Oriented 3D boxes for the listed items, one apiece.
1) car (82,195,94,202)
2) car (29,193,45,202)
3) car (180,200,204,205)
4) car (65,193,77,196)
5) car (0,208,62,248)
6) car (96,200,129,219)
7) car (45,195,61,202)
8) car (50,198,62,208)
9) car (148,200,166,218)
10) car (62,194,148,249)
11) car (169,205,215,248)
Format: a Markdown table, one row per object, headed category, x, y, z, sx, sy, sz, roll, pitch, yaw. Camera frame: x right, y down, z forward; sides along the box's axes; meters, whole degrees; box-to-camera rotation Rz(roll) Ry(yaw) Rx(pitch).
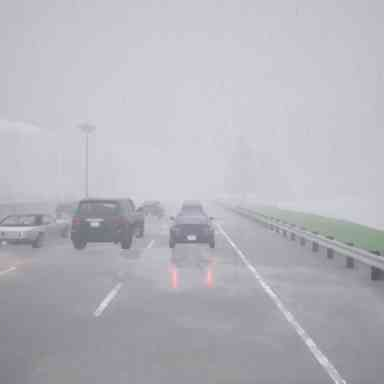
| category | x | y | z | sx | sy | sz | roll | pitch | yaw |
| --- | --- | --- | --- | --- | --- | --- | --- | --- | --- |
| car | -23.056 | 1.483 | 73.944 | 1.837 | 1.490 | 4.892 | 0 | 0 | -10 |
| car | -33.372 | 1.188 | 71.919 | 2.150 | 2.045 | 5.566 | 0 | 0 | -8 |
| car | 0.000 | 1.484 | 29.650 | 1.882 | 1.535 | 5.008 | 0 | 0 | 0 |
| car | -26.487 | 1.215 | 73.251 | 2.150 | 2.045 | 5.566 | 0 | 0 | -10 |
| car | -7.000 | 1.616 | 14.680 | 1.895 | 1.301 | 4.718 | 0 | 0 | 0 |
| car | -7.000 | 1.532 | 29.650 | 1.812 | 1.442 | 4.674 | 0 | 0 | 0 |
| car | -29.934 | 1.352 | 72.646 | 2.097 | 1.767 | 4.553 | 0 | 0 | -10 |
| car | -10.500 | 1.516 | 29.650 | 1.837 | 1.490 | 4.892 | 0 | 0 | 0 |
| car | -3.500 | 1.516 | 29.650 | 1.837 | 1.490 | 4.892 | 0 | 0 | 0 |
| car | -3.500 | 1.257 | 14.680 | 2.150 | 2.045 | 5.566 | 0 | 0 | 0 |
| car | 0.000 | 1.532 | 14.650 | 1.812 | 1.442 | 4.674 | 0 | 0 | 0 |
